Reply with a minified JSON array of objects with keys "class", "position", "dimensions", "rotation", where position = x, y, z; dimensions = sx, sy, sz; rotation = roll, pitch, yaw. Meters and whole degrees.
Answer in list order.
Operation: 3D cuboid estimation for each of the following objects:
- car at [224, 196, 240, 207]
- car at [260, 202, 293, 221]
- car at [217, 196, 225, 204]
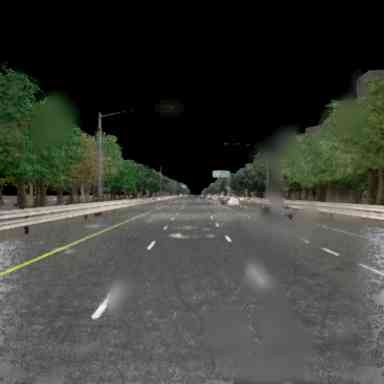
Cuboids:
[{"class":"car","position":[7.203,1.821,58.185],"dimensions":[1.812,1.442,4.674],"rotation":[0,0,0]},{"class":"car","position":[7.051,1.594,28.050],"dimensions":[2.128,1.511,4.902],"rotation":[0,0,0]},{"class":"car","position":[7.327,1.750,74.515],"dimensions":[2.097,1.767,4.553],"rotation":[0,0,0]}]
